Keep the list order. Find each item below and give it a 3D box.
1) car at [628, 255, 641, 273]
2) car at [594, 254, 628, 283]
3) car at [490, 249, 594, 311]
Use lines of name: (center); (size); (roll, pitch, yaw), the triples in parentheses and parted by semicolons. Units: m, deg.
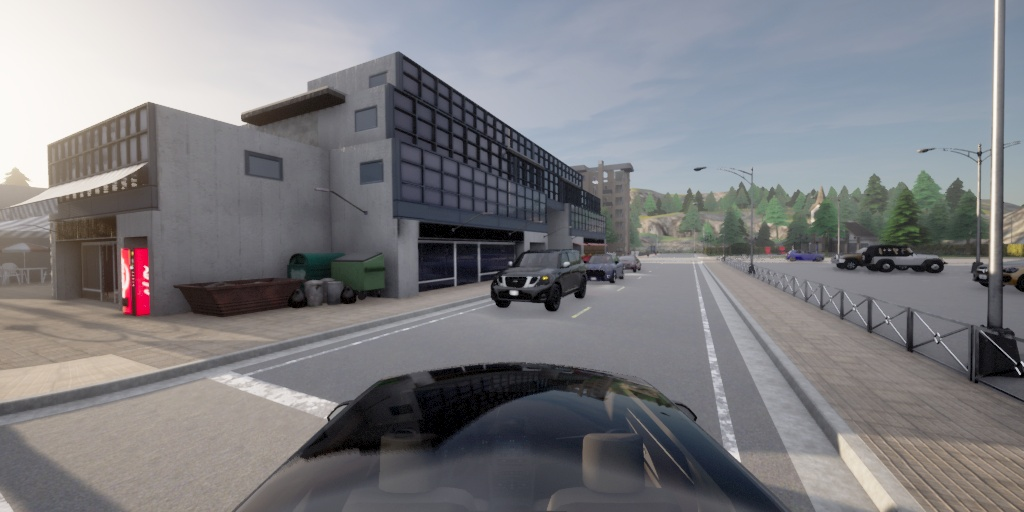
car: (10.247, 0.632, 31.739); (1.812, 1.442, 4.674); (0, 1, 27)
car: (5.677, 0.677, 22.584); (2.097, 1.767, 4.553); (0, 1, 26)
car: (1.289, 0.757, 13.780); (2.150, 2.045, 5.566); (0, 1, 26)
